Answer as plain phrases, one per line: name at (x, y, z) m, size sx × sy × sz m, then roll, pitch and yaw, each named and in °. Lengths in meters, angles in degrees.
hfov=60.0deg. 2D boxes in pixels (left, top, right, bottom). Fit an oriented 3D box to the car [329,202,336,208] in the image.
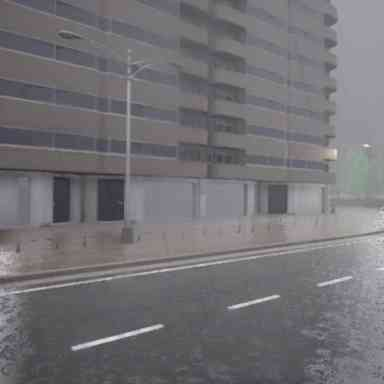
car at (23.184, 2.039, 59.184) m, size 1.882 × 1.535 × 5.008 m, roll 1°, pitch -1°, yaw -26°
